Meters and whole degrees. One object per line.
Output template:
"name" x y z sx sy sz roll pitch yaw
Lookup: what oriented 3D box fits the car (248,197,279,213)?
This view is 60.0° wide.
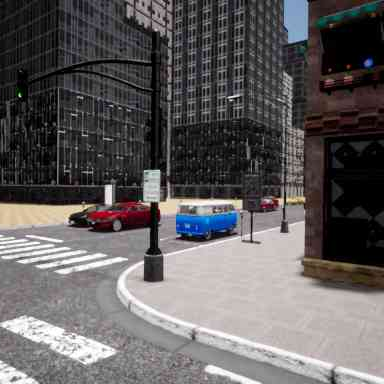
"car" 7.777 1.505 36.660 1.895 1.301 4.718 1 1 36

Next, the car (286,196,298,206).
"car" 16.446 1.364 53.271 1.752 1.417 4.829 1 1 36

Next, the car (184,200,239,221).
"car" 1.779 1.469 28.268 2.033 1.411 5.357 1 1 36

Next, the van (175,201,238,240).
"van" 0.862 1.368 17.019 1.690 1.788 3.998 1 1 36

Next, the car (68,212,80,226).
"car" -5.961 1.467 21.892 1.947 1.339 4.313 1 1 36

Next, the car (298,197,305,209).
"car" 15.654 1.429 42.299 2.128 1.511 4.902 1 1 36

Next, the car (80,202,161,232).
"car" -3.974 1.418 20.209 1.882 1.535 5.008 1 1 34
